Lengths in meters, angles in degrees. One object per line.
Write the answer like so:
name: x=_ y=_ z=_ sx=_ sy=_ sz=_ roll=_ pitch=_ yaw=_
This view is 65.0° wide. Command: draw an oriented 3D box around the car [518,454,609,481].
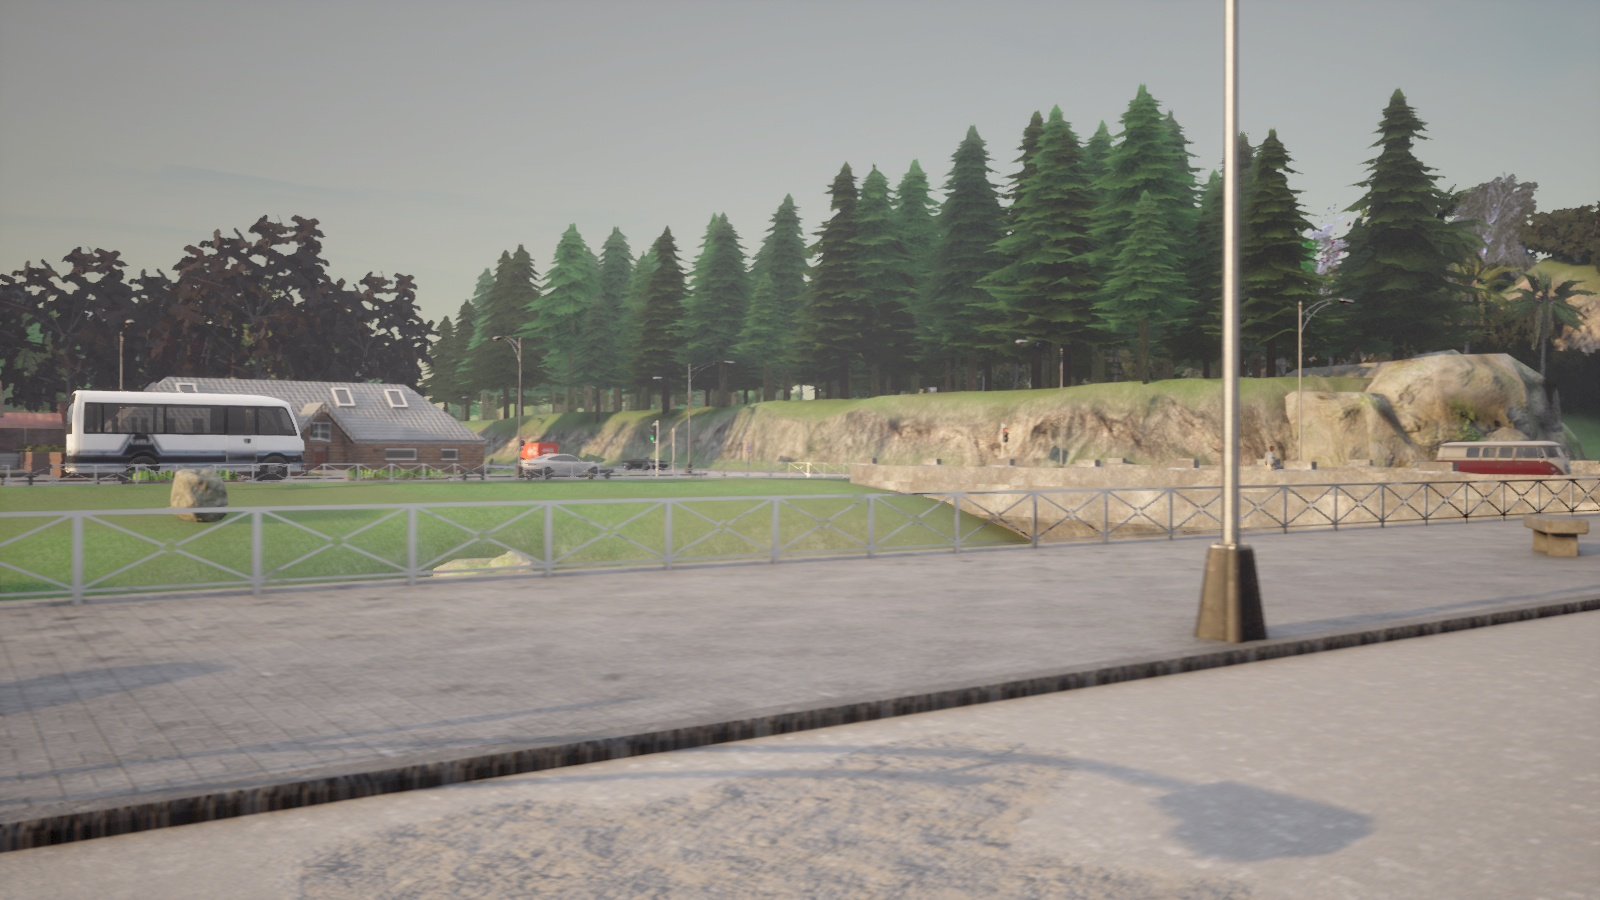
car: x=-13.215 y=0.971 z=70.183 sx=4.674 sy=1.442 sz=1.812 roll=0 pitch=0 yaw=-35

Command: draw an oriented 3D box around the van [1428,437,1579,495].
van: x=25.455 y=0.555 z=45.559 sx=1.775 sy=1.987 sz=4.442 roll=0 pitch=0 yaw=-35

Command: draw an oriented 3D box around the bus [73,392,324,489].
bus: x=-28.418 y=-0.425 z=59.612 sx=10.273 sy=4.253 sz=3.944 roll=0 pitch=0 yaw=-35

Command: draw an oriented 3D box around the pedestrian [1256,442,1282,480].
pedestrian: x=23.310 y=0.558 z=62.423 sx=0.874 sy=1.855 sz=0.900 roll=0 pitch=0 yaw=-34
